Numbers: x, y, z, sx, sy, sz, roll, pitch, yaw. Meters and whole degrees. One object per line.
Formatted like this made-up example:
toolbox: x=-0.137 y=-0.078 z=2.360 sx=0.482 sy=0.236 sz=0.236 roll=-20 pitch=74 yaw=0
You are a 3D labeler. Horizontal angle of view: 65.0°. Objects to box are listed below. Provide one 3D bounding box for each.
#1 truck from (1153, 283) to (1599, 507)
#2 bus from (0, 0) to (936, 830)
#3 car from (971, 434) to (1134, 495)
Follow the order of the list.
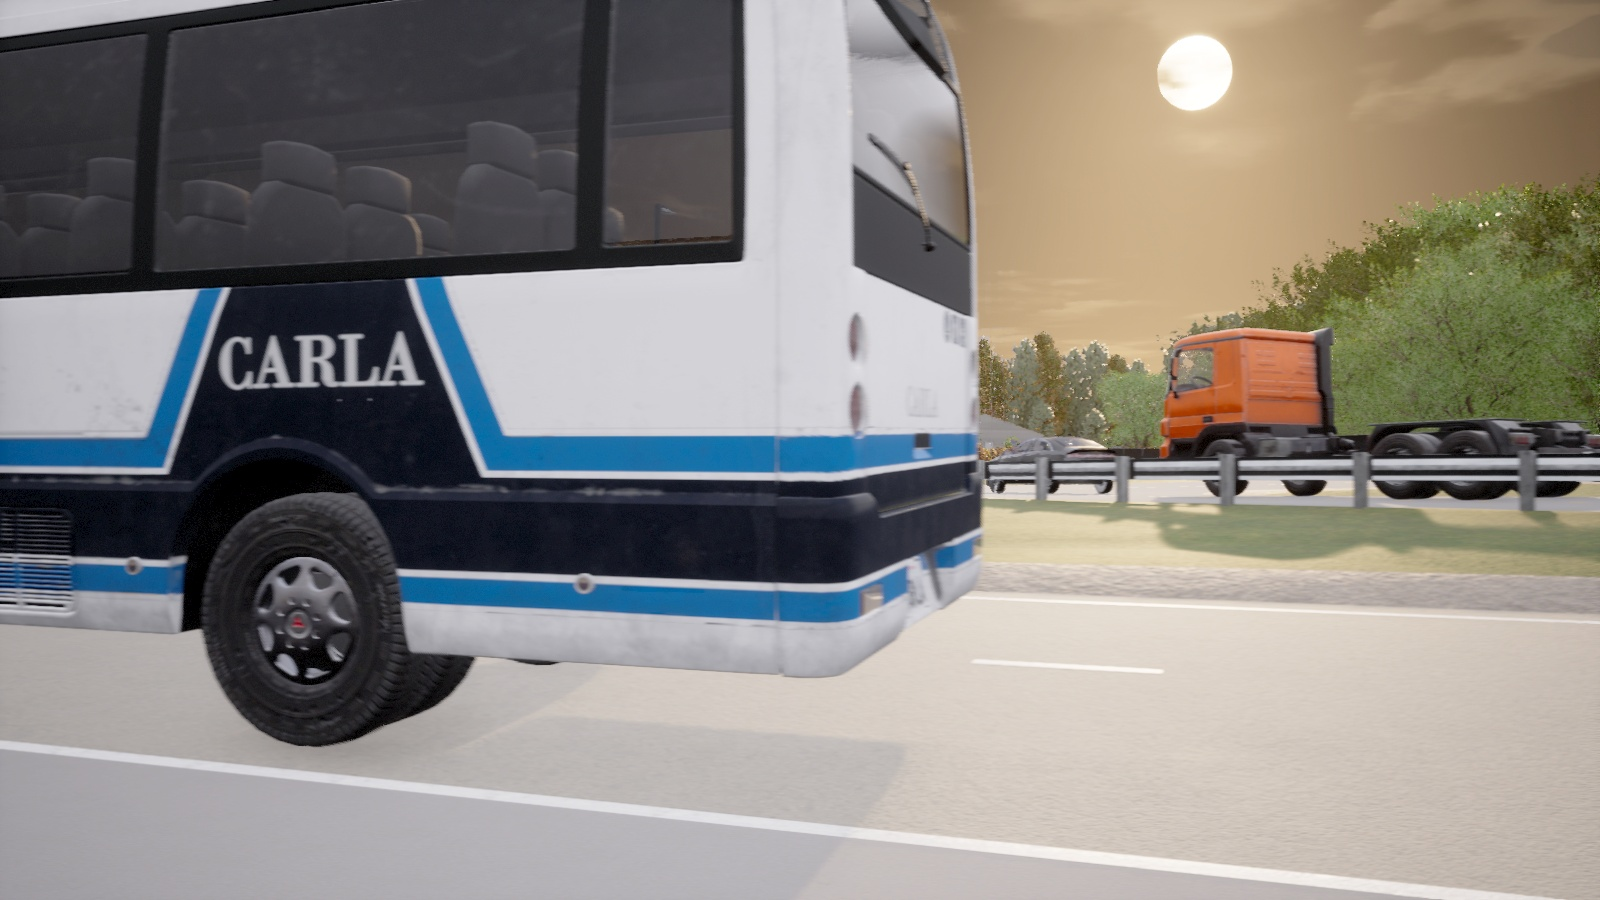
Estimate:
truck: x=10.659 y=-0.753 z=23.586 sx=2.891 sy=3.462 sz=7.936 roll=1 pitch=-2 yaw=-31
bus: x=-4.572 y=-0.705 z=8.404 sx=10.273 sy=4.253 sz=3.944 roll=1 pitch=1 yaw=19
car: x=6.662 y=0.422 z=33.770 sx=2.128 sy=1.511 sz=4.902 roll=1 pitch=-2 yaw=-18
